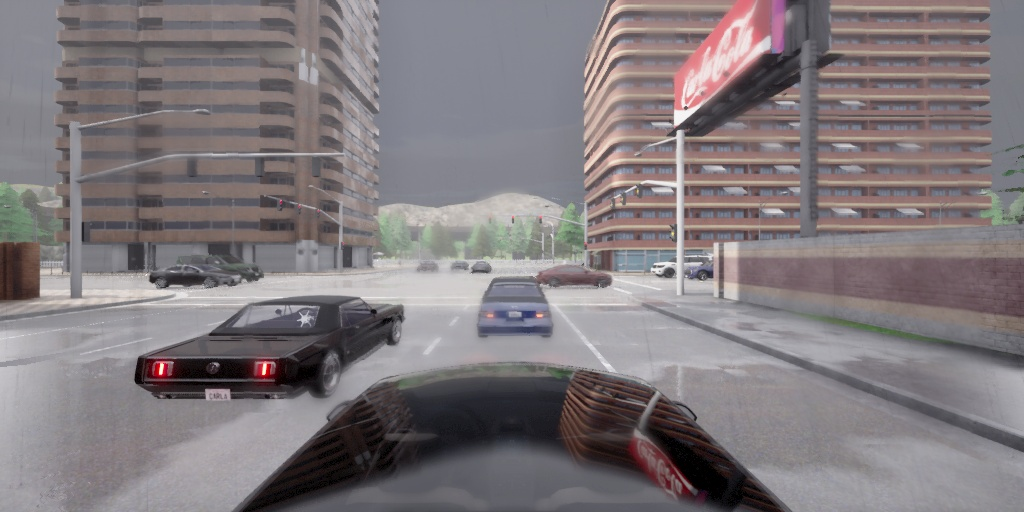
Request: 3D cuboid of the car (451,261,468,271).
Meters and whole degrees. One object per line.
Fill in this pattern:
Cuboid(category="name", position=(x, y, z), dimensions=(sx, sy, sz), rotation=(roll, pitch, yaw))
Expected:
Cuboid(category="car", position=(-7.141, 1.314, 49.394), dimensions=(1.994, 1.385, 4.181), rotation=(0, 0, 1))

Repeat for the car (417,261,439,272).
Cuboid(category="car", position=(-10.654, 1.314, 45.574), dimensions=(1.994, 1.385, 4.181), rotation=(0, 0, 1))

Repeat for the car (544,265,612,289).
Cuboid(category="car", position=(3.868, 1.275, 22.443), dimensions=(4.674, 1.442, 1.812), rotation=(0, 0, -1))

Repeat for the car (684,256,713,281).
Cuboid(category="car", position=(16.701, 1.102, 29.727), dimensions=(4.553, 1.767, 2.097), rotation=(0, 0, 0))

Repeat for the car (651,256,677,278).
Cuboid(category="car", position=(15.862, 0.972, 33.222), dimensions=(5.566, 2.045, 2.150), rotation=(0, 0, 0))

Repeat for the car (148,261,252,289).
Cuboid(category="car", position=(-19.523, 1.241, 22.261), dimensions=(4.902, 1.511, 2.128), rotation=(0, 0, 0))

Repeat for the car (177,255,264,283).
Cuboid(category="car", position=(-21.056, 0.971, 25.749), dimensions=(5.566, 2.045, 2.150), rotation=(0, 0, 0))

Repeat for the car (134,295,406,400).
Cuboid(category="car", position=(-3.450, 1.351, 6.453), dimensions=(1.895, 1.301, 4.718), rotation=(0, 0, 0))

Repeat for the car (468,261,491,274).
Cuboid(category="car", position=(-3.566, 1.313, 42.122), dimensions=(1.994, 1.385, 4.181), rotation=(0, 0, 2))

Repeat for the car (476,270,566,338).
Cuboid(category="car", position=(0.065, 1.297, 10.176), dimensions=(2.033, 1.411, 5.357), rotation=(0, 0, 0))
